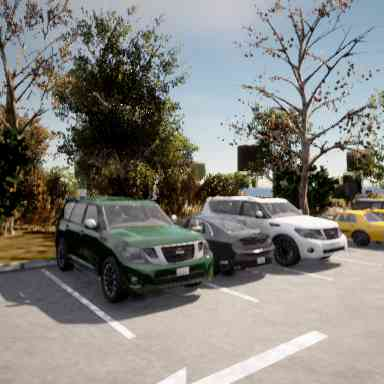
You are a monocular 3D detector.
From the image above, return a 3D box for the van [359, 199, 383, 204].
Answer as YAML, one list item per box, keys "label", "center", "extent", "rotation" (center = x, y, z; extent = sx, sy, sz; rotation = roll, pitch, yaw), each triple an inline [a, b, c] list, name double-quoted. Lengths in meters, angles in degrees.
- label: "van"
  center: [11.484, 1.378, 18.535]
  extent: [1.878, 1.987, 4.442]
  rotation: [1, -1, -37]

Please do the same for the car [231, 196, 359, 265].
- label: "car"
  center: [2.504, 1.199, 11.886]
  extent: [2.435, 2.045, 5.566]
  rotation: [0, 0, -37]

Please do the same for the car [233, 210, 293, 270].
- label: "car"
  center: [0.266, 1.435, 10.213]
  extent: [2.231, 1.521, 4.892]
  rotation: [0, 0, -37]

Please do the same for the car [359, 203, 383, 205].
- label: "car"
  center: [9.067, 1.552, 17.094]
  extent: [1.946, 1.575, 5.366]
  rotation: [1, -1, -37]

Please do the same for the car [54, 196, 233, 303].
- label: "car"
  center: [-1.845, 1.171, 8.581]
  extent: [2.435, 2.045, 5.566]
  rotation: [0, 0, -37]

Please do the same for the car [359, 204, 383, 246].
- label: "car"
  center: [6.941, 1.512, 15.494]
  extent: [1.946, 1.575, 5.366]
  rotation: [1, 0, -37]
